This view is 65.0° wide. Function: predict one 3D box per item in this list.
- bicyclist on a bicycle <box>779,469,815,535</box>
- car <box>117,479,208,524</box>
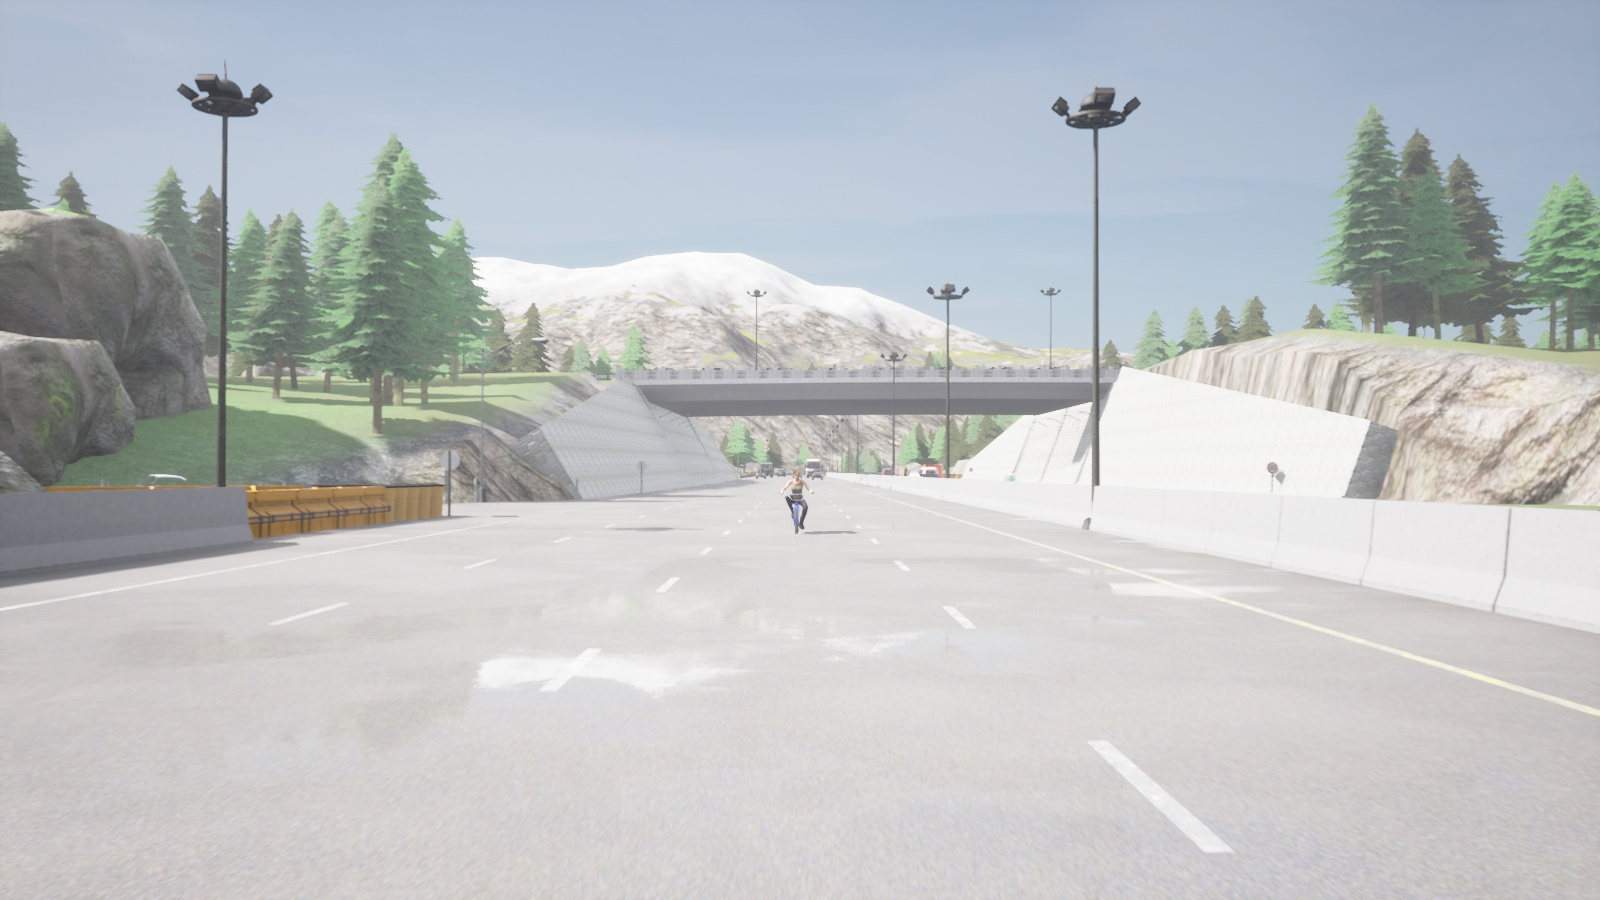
[{"bbox_3d":[-0.071,1.273,31.177,0.866,1.612,1.509,0,-1,0],"label":"bicyclist on a bicycle"},{"bbox_3d":[-20.447,1.626,40.309,1.481,1.376,2.207,-1,-2,41],"label":"car"}]
